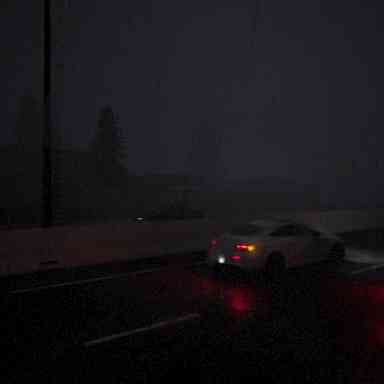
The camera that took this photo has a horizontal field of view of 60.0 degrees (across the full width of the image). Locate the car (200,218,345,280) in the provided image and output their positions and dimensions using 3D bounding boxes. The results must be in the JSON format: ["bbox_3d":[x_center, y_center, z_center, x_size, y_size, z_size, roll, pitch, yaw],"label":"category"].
[{"bbox_3d":[2.641,1.522,9.935,4.674,1.442,1.812,0,0,-35],"label":"car"}]

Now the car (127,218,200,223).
[{"bbox_3d":[-1.580,1.487,20.055,4.902,1.511,2.128,0,0,-35],"label":"car"}]
